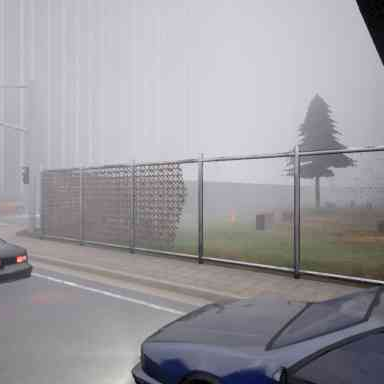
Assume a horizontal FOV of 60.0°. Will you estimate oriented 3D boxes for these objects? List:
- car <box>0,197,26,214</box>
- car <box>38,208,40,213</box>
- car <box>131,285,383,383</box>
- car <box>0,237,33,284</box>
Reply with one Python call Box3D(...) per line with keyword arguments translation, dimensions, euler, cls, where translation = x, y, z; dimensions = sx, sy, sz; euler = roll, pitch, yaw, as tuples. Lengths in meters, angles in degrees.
Box3D(translation=(-18.508, 1.297, 31.802), dimensions=(2.097, 1.767, 4.553), euler=(0, 0, 36), cls="car")
Box3D(translation=(-13.095, 1.508, 33.347), dimensions=(1.994, 1.385, 4.181), euler=(0, 0, 36), cls="car")
Box3D(translation=(1.998, 1.547, 2.566), dimensions=(5.357, 1.411, 2.033), euler=(0, 0, 35), cls="car")
Box3D(translation=(-6.207, 1.547, 8.397), dimensions=(5.357, 1.411, 2.033), euler=(0, 0, 35), cls="car")
